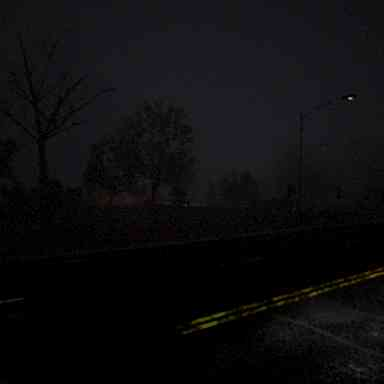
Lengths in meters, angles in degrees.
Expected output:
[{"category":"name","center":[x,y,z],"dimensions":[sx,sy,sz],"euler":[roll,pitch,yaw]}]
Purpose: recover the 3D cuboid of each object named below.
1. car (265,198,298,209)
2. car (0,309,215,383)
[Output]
[{"category":"car","center":[11.707,1.580,43.771],"dimensions":[1.882,1.535,5.008],"euler":[2,-1,-36]},{"category":"car","center":[-2.011,1.489,2.006],"dimensions":[4.902,1.511,2.128],"euler":[0,0,-35]}]
